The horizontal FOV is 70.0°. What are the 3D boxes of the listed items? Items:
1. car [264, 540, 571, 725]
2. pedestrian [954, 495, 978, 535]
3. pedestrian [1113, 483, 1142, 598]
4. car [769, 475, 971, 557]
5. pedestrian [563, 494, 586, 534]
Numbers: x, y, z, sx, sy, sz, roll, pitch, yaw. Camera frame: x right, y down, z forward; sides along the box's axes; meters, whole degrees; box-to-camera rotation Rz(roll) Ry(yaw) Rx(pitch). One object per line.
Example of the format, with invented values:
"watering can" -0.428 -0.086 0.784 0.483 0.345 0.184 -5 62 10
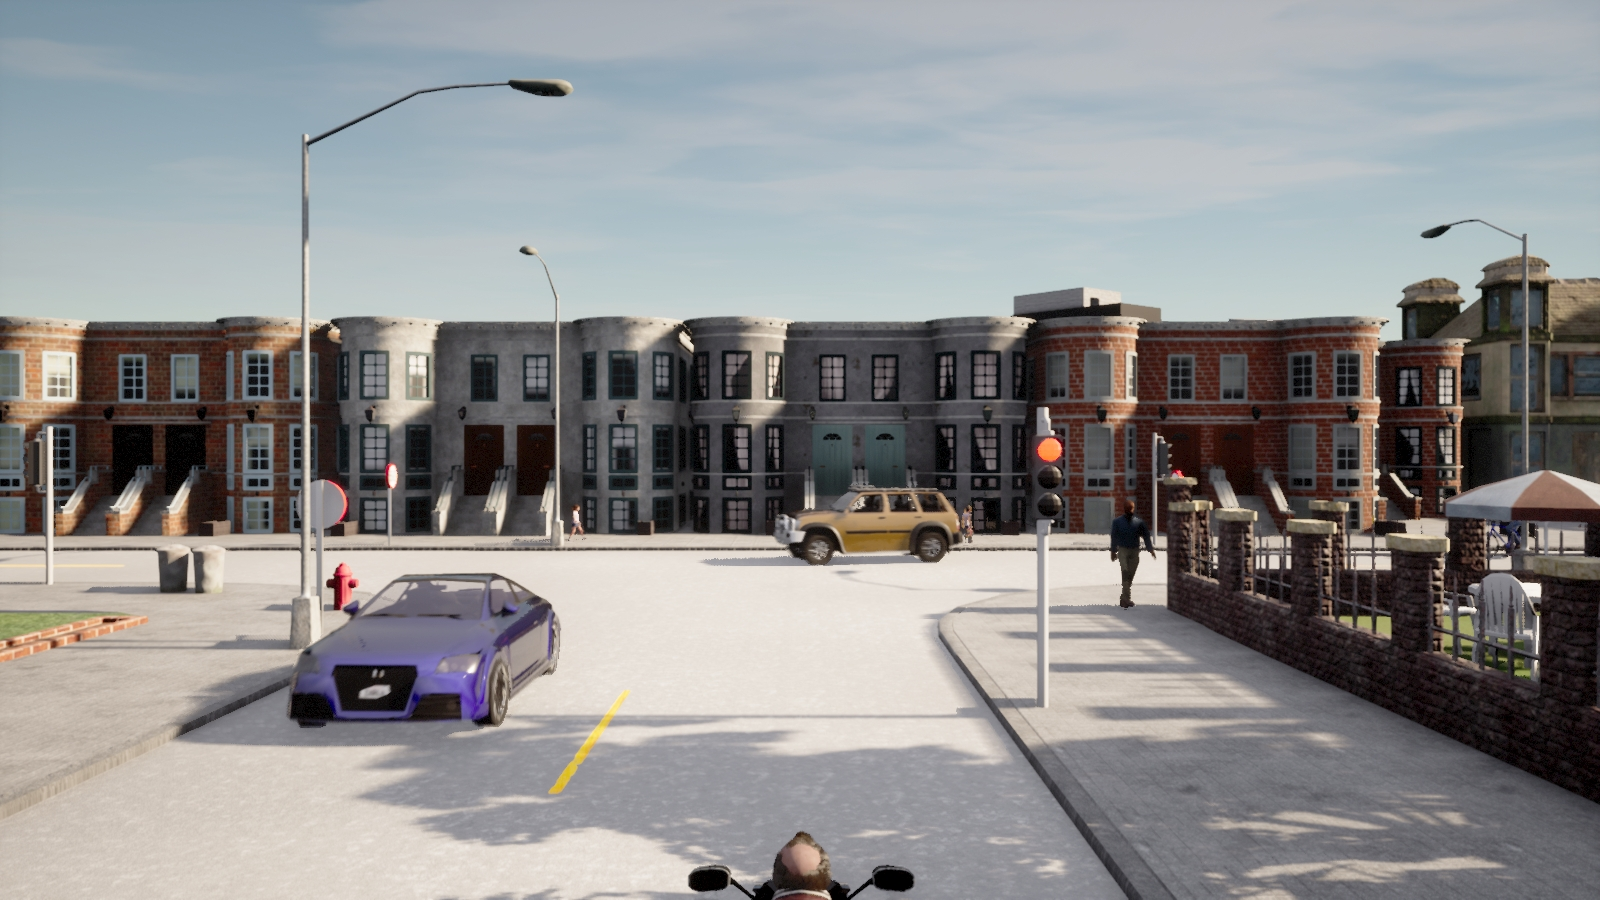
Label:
"car" -3.994 1.871 12.761 1.994 1.385 4.181 0 0 0
"pedestrian" 4.718 1.840 32.403 0.500 1.100 0.500 0 0 -18
"pedestrian" 5.363 1.477 18.717 0.375 1.860 0.375 0 0 2
"car" 1.701 1.587 28.227 4.605 1.855 1.932 0 0 -14
"pedestrian" -6.496 1.839 32.909 0.500 1.100 0.500 0 0 6
